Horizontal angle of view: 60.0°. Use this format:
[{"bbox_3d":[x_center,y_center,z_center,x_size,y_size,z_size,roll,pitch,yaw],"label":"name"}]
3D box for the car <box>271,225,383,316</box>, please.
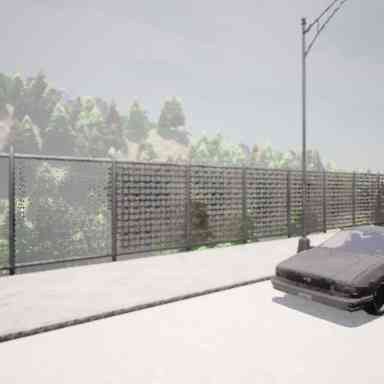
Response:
[{"bbox_3d":[4.227,1.511,7.621,5.357,1.411,2.033,0,0,-36],"label":"car"}]
